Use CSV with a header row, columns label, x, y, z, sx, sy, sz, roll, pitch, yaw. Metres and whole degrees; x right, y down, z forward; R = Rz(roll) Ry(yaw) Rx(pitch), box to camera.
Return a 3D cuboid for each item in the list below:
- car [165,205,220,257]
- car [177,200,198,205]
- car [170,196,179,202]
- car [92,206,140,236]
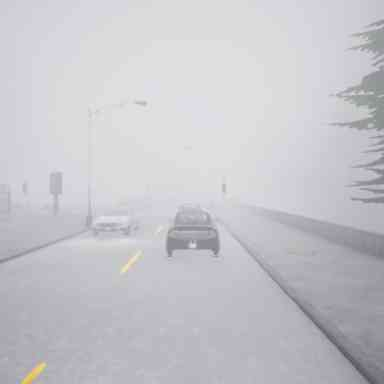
label,x,y,z,sx,sy,sz,roll,pitch,yaw
car,0.042,1.489,12.960,2.128,1.511,4.902,0,0,1
car,-0.242,1.595,27.327,1.895,1.301,4.718,0,0,-4
car,-4.003,1.537,76.532,1.994,1.385,4.181,0,0,0
car,-4.049,1.522,18.376,1.812,1.442,4.674,0,0,1
